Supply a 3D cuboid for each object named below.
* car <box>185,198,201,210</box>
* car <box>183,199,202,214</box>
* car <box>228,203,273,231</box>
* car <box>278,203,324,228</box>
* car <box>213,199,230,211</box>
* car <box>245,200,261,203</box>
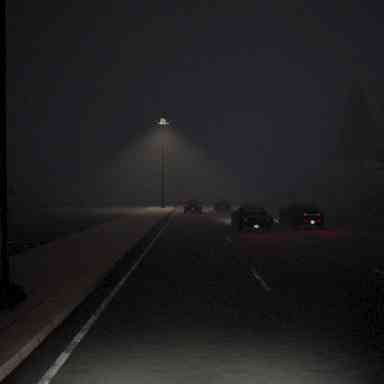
[{"bbox_3d":[0.108,1.564,44.607,1.994,1.385,4.181,0,0,0],"label":"car"},{"bbox_3d":[0.100,1.526,35.848,1.812,1.442,4.674,0,0,0],"label":"car"},{"bbox_3d":[3.604,1.601,20.723,1.895,1.301,4.718,0,0,0],"label":"car"},{"bbox_3d":[7.104,1.505,21.997,1.837,1.490,4.892,0,0,0],"label":"car"},{"bbox_3d":[3.610,1.526,40.085,1.812,1.442,4.674,0,0,0],"label":"car"},{"bbox_3d":[7.107,1.601,39.239,1.895,1.301,4.718,0,0,0],"label":"car"}]
